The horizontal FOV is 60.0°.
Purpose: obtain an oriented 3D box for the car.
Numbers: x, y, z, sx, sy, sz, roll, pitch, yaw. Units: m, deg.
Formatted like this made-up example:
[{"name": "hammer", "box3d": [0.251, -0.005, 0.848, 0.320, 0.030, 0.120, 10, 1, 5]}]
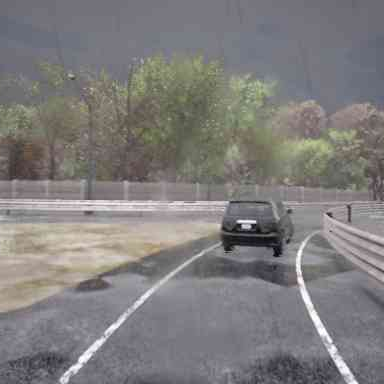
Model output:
[{"name": "car", "box3d": [2.802, 1.262, 13.645, 2.150, 2.045, 5.566, 0, 0, 21]}]
